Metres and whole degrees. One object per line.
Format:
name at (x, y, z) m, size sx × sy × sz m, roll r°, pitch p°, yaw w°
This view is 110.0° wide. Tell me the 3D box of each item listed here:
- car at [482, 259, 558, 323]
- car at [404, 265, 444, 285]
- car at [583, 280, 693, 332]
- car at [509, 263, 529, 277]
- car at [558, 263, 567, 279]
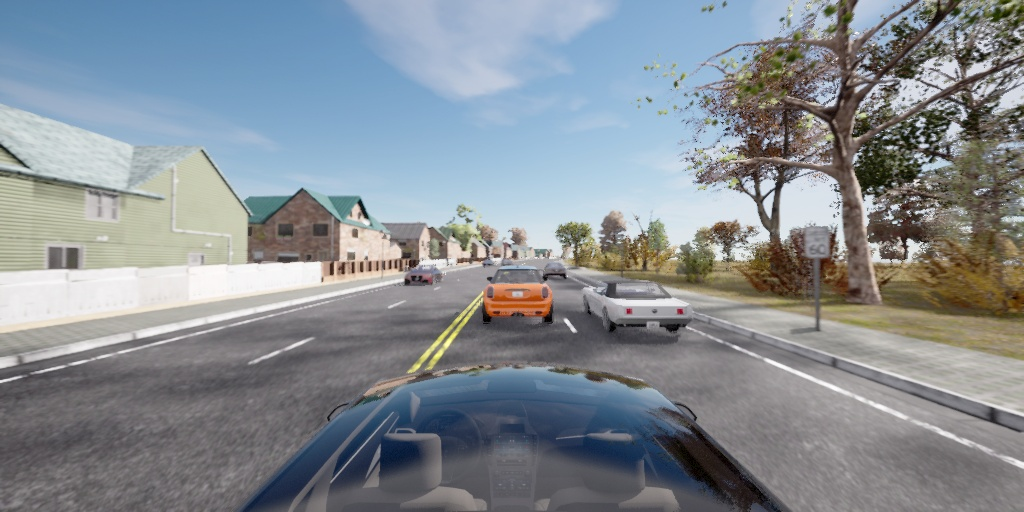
car at (0.186, 1.105, 12.320) m, size 2.097 × 1.767 × 4.553 m, roll 0°, pitch 0°, yaw 1°
car at (-6.224, 1.319, 25.607) m, size 1.994 × 1.385 × 4.181 m, roll 0°, pitch 0°, yaw 2°
car at (3.413, 1.355, 10.821) m, size 1.895 × 1.301 × 4.718 m, roll 0°, pitch 0°, yaw 1°
car at (0.770, 1.354, 35.871) m, size 1.895 × 1.301 × 4.718 m, roll 0°, pitch 0°, yaw 2°
car at (3.898, 1.300, 32.920) m, size 2.033 × 1.411 × 5.357 m, roll 0°, pitch 0°, yaw 2°
